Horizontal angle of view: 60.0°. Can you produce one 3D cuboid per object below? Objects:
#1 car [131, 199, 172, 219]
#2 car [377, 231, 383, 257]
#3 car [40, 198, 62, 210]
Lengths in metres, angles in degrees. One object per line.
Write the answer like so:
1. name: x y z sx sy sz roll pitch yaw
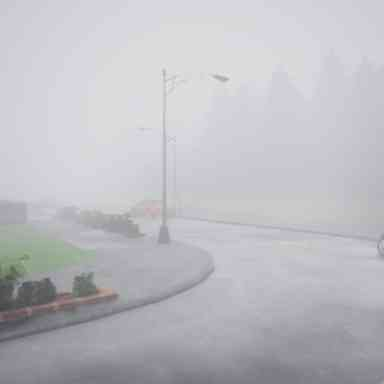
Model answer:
1. car: -3.667 1.378 29.528 2.097 1.767 4.553 0 0 -35
2. car: 7.319 1.527 9.873 1.837 1.490 4.892 2 0 8
3. car: -18.166 1.525 42.691 1.837 1.490 4.892 0 -1 -35
